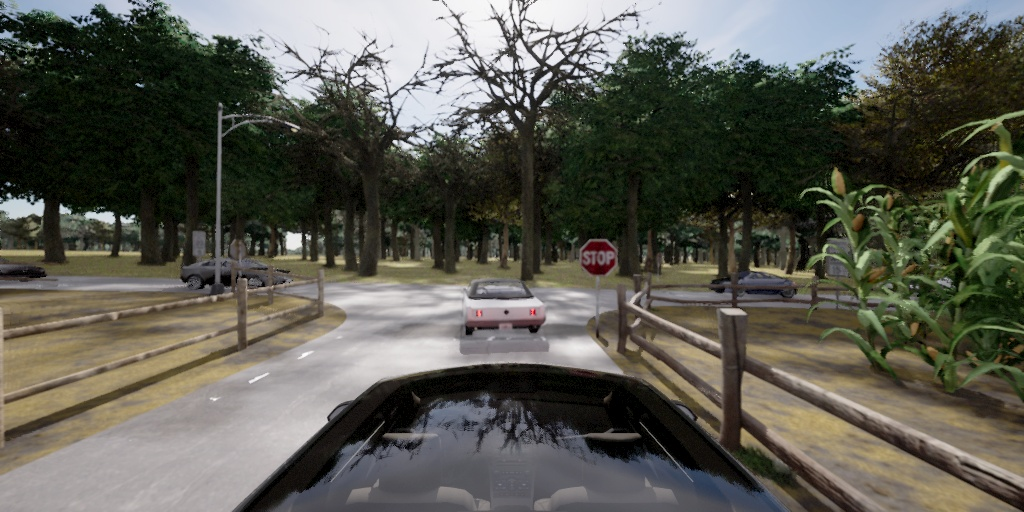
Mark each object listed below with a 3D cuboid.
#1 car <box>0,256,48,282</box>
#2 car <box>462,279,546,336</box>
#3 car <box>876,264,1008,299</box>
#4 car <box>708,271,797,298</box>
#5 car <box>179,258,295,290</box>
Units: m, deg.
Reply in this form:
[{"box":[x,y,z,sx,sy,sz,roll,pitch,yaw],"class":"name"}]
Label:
[{"box":[-26.127,0.595,17.348,5.357,1.411,2.033,1,0,0],"class":"car"},{"box":[-0.458,1.290,10.285,1.895,1.301,4.718,0,0,-8],"class":"car"},{"box":[23.954,1.444,20.067,5.566,2.045,2.150,1,0,1],"class":"car"},{"box":[13.404,1.534,20.125,4.181,1.385,1.994,1,0,0],"class":"car"},{"box":[-12.994,0.851,17.130,4.902,1.511,2.128,1,0,3],"class":"car"}]
